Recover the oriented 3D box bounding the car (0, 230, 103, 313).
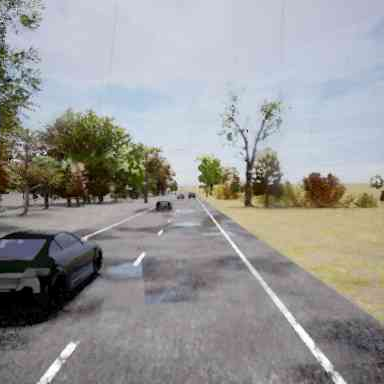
[{"bbox_3d":[-3.499,1.565,7.767,1.994,1.385,4.181,0,0,0],"label":"car"}]

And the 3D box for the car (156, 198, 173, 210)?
[{"bbox_3d":[-3.496,1.460,42.304,2.128,1.511,4.902,0,0,0],"label":"car"}]
